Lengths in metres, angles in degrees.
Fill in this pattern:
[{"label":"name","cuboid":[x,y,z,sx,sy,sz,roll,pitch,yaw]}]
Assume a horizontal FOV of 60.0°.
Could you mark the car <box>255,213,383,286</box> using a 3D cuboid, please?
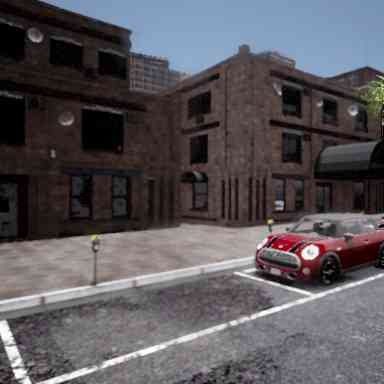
[{"label":"car","cuboid":[3.620,1.346,9.067,4.097,1.590,1.967,-1,2,-35]}]
